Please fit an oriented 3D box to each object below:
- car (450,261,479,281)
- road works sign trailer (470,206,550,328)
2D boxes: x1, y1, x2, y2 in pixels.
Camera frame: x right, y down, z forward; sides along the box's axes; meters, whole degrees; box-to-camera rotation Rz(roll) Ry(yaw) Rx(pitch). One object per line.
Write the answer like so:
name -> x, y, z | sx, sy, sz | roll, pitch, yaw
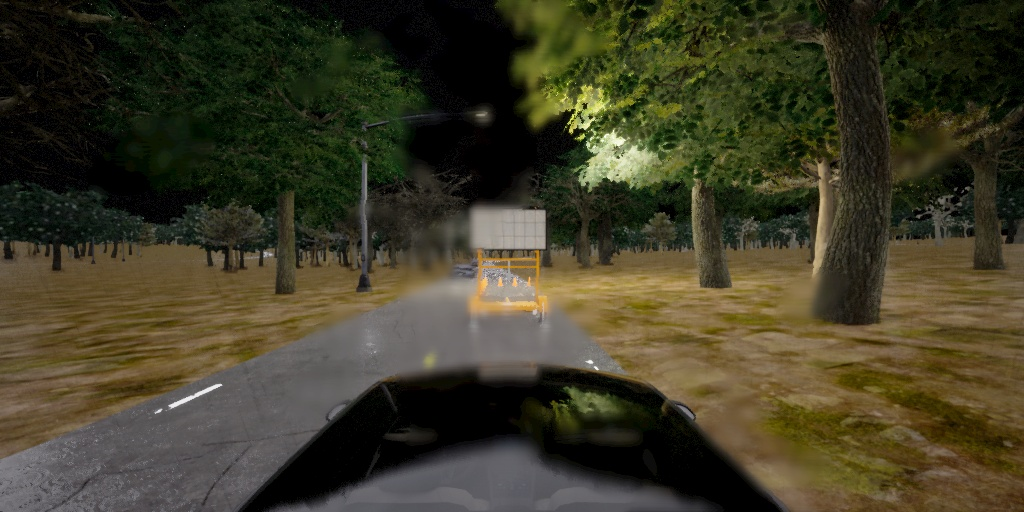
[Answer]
car -> -4.051, 1.362, 30.386 | 1.994, 1.385, 4.181 | 0, 0, -4
road works sign trailer -> -0.098, 0.225, 11.455 | 2.380, 3.560, 2.880 | 0, 0, -2
